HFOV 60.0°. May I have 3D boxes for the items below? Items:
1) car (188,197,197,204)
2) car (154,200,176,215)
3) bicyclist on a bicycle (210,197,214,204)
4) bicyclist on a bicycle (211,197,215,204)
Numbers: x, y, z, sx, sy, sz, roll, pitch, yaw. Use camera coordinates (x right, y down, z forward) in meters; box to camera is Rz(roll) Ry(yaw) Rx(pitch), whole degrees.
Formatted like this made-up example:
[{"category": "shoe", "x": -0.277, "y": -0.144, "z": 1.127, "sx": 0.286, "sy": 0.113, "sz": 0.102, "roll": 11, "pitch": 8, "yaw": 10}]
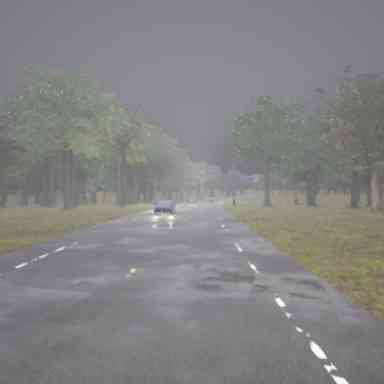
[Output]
[{"category": "car", "x": 0.102, "y": 1.888, "z": 76.783, "sx": 2.128, "sy": 1.511, "sz": 4.902, "roll": 0, "pitch": -1, "yaw": 5}, {"category": "car", "x": -2.806, "y": 1.542, "z": 34.940, "sx": 1.882, "sy": 1.535, "sz": 5.008, "roll": 0, "pitch": 0, "yaw": 3}, {"category": "bicyclist on a bicycle", "x": 4.367, "y": 1.932, "z": 74.403, "sx": 0.866, "sy": 1.612, "sz": 1.509, "roll": 0, "pitch": -1, "yaw": 5}, {"category": "bicyclist on a bicycle", "x": 5.189, "y": 2.045, "z": 82.933, "sx": 0.866, "sy": 1.612, "sz": 1.509, "roll": 0, "pitch": 1, "yaw": 6}]
